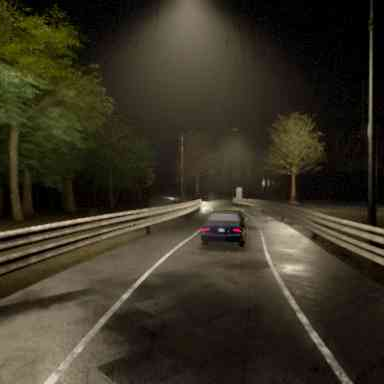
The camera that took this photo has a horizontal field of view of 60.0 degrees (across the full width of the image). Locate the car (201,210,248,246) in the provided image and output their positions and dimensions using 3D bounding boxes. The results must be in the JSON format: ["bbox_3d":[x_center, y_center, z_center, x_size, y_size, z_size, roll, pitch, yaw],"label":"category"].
[{"bbox_3d":[1.573,1.555,15.546,2.033,1.411,5.357,0,0,10],"label":"car"}]

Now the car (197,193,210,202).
[{"bbox_3d":[2.381,1.161,71.746,2.150,2.045,5.566,0,0,-10],"label":"car"}]
